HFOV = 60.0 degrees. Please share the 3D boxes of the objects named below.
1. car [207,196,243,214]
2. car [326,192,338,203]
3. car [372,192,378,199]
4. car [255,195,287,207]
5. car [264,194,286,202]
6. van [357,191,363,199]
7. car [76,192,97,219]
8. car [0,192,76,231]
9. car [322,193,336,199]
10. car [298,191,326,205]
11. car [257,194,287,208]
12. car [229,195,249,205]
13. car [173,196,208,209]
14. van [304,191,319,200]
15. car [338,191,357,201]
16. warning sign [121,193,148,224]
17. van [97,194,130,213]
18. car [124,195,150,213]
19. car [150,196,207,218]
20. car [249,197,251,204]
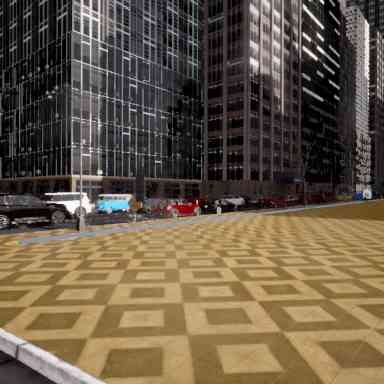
[{"bbox_3d":[2.602,1.320,31.398,1.947,1.339,4.313,1,1,40],"label":"car"},{"bbox_3d":[21.019,0.839,53.070,2.192,1.841,5.009,1,1,40],"label":"car"},{"bbox_3d":[39.484,0.847,74.709,2.008,1.369,4.403,1,1,40],"label":"car"},{"bbox_3d":[10.845,1.162,45.233,2.033,1.411,5.357,0,1,41],"label":"car"},{"bbox_3d":[14.656,1.056,58.530,1.947,1.339,4.313,1,1,40],"label":"car"},{"bbox_3d":[35.792,0.683,70.379,1.690,1.788,3.998,1,1,40],"label":"van"},{"bbox_3d":[-10.399,1.059,25.193,2.150,2.045,5.566,0,1,40],"label":"car"},{"bbox_3d":[-10.345,1.102,20.252,2.150,2.045,5.566,0,1,40],"label":"car"},{"bbox_3d":[33.123,0.829,80.165,1.947,1.339,4.313,1,1,40],"label":"car"},{"bbox_3d":[17.325,0.885,48.744,2.192,1.841,5.009,1,1,40],"label":"car"},{"bbox_3d":[9.938,1.244,40.094,1.802,1.307,4.206,1,1,40],"label":"car"},{"bbox_3d":[5.116,1.170,43.341,1.812,1.442,4.674,0,1,41],"label":"car"},{"bbox_3d":[-0.123,1.219,41.229,1.887,1.381,4.507,1,1,40],"label":"car"},{"bbox_3d":[25.737,0.694,71.507,1.690,1.788,3.998,1,1,40],"label":"van"},{"bbox_3d":[28.515,0.957,61.856,1.752,1.417,4.829,1,1,40],"label":"car"},{"bbox_3d":[-3.545,0.977,20.655,1.300,1.860,1.060,0,0,40],"label":"warning sign"},{"bbox_3d":[-7.594,1.107,32.645,1.690,1.788,3.998,1,1,40],"label":"van"},{"bbox_3d":[-3.687,1.300,33.064,2.033,1.411,5.357,0,1,40],"label":"car"},{"bbox_3d":[-1.047,1.240,27.033,1.967,1.590,4.097,1,1,40],"label":"car"},{"bbox_3d":[7.268,1.148,49.876,1.947,1.339,4.313,1,1,40],"label":"car"}]
